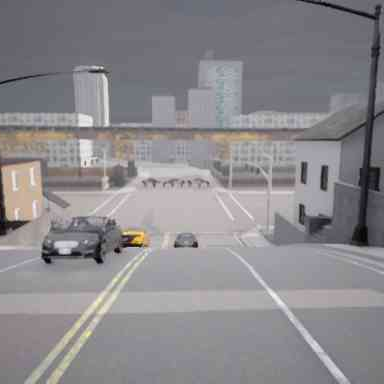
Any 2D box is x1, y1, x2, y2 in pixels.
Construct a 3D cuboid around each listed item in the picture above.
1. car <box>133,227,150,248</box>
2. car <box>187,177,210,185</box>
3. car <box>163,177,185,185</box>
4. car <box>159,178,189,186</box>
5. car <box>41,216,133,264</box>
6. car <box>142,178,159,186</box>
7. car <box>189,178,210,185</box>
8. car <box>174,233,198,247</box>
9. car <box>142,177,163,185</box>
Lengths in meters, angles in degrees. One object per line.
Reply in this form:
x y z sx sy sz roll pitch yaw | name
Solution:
-3.978 3.075 22.509 1.882 1.535 5.008 -1 -12 0 | car
1.417 -2.425 72.347 4.536 1.218 1.853 5 10 28 | car
-3.854 -2.309 71.515 4.536 1.218 1.853 -6 11 -37 | car
-3.895 -2.149 71.507 4.974 1.542 2.038 -6 11 -37 | car
-3.737 1.620 12.118 2.128 1.511 4.902 0 -4 -1 | car
-8.503 -2.150 71.445 4.974 1.542 2.038 8 12 42 | car
1.463 -2.265 72.347 4.974 1.542 2.038 5 10 28 | car
-0.504 4.109 27.934 1.994 1.385 4.181 0 -6 -2 | car
-8.541 -2.311 71.457 4.536 1.218 1.853 8 12 42 | car
